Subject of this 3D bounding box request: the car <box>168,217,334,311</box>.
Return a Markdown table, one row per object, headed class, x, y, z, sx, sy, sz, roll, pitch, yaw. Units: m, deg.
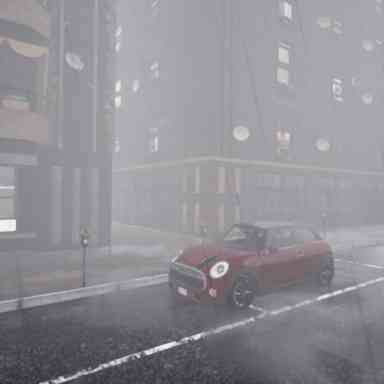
| class | x | y | z | sx | sy | sz | roll | pitch | yaw |
| --- | --- | --- | --- | --- | --- | --- | --- | --- | --- |
| car | 1.446 | 1.438 | 7.734 | 4.097 | 1.590 | 1.967 | 0 | 1 | -35 |
